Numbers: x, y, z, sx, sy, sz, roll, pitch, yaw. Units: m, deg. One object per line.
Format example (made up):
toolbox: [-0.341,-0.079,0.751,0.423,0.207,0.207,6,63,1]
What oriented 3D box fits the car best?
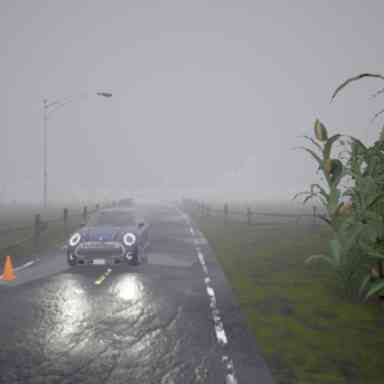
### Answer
car: [-2.681,1.373,11.559,2.097,1.767,4.553,0,0,-2]

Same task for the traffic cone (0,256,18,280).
traffic cone: [-4.835,1.974,8.775,0.340,0.580,0.340,0,0,-1]
